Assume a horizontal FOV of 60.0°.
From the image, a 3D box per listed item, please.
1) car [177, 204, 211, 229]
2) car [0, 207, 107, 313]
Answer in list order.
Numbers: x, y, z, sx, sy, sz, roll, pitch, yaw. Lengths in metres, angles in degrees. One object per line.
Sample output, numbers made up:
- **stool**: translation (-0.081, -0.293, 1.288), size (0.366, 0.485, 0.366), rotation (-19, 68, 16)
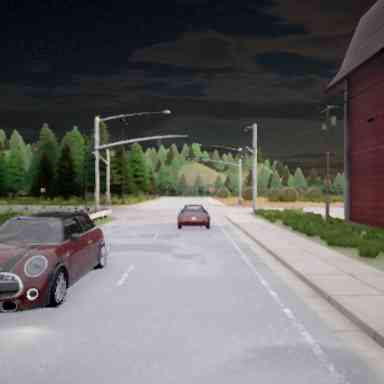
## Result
- **car**: translation (0.110, 1.437, 20.595), size (1.994, 1.385, 4.181), rotation (0, 0, 0)
- **car**: translation (-3.542, 1.303, 7.787), size (2.097, 1.767, 4.553), rotation (0, 0, 1)
